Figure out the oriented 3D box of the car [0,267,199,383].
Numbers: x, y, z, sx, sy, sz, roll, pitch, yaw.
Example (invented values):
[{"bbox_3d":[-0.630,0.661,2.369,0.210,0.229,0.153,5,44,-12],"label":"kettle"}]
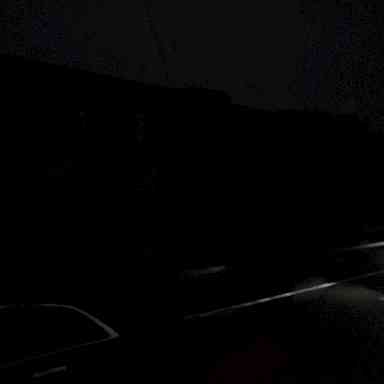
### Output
[{"bbox_3d":[-2.256,1.504,2.605,4.892,1.490,1.837,0,0,-32],"label":"car"}]
